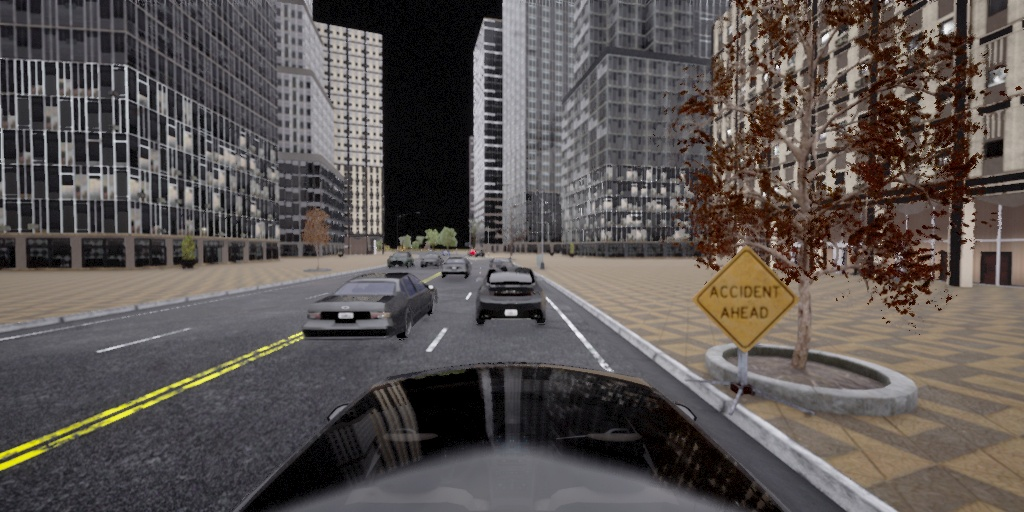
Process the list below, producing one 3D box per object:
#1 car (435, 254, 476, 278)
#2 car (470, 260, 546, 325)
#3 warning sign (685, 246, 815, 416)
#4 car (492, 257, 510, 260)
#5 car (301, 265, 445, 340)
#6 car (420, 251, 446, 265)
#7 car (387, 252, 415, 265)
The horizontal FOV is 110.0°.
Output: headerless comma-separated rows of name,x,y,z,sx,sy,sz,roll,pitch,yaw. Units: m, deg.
car,-3.948,0.786,25.976,2.033,1.411,5.357,0,1,-3
car,-0.056,1.059,11.009,1.837,1.490,4.892,0,1,-1
warning sign,2.850,0.807,4.437,1.300,1.860,1.060,0,0,0
car,-0.932,0.762,29.539,1.895,1.301,4.718,0,1,-4
car,-3.261,1.137,9.370,2.033,1.411,5.357,0,1,-2
car,-8.292,0.508,37.163,1.837,1.490,4.892,0,1,-5
car,-11.608,0.345,37.678,2.097,1.767,4.553,0,1,-6
